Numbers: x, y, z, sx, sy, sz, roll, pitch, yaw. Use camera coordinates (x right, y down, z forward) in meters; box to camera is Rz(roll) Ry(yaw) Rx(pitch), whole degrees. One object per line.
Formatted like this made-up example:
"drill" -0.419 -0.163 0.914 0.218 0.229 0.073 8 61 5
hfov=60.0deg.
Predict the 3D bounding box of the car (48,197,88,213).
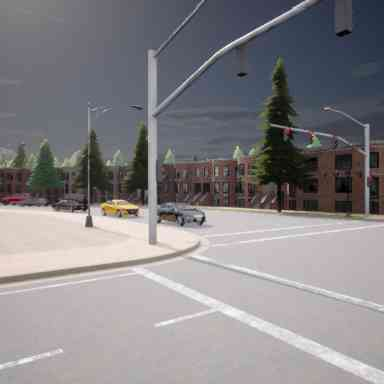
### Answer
"car" -13.914 1.601 37.954 4.718 1.301 1.895 0 0 37

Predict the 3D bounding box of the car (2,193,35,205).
"car" -28.982 1.221 55.956 5.566 2.045 2.150 0 0 10

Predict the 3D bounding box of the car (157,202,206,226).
"car" -0.991 1.492 23.328 2.128 1.511 4.902 0 0 -36

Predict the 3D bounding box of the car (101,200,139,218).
"car" -6.743 1.478 30.891 1.882 1.535 5.008 0 0 -40

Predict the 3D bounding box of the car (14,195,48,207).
"car" -24.121 1.547 51.169 5.357 1.411 2.033 0 0 17

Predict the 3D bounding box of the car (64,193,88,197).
"car" -18.863 1.222 52.900 5.566 2.045 2.150 0 0 23
